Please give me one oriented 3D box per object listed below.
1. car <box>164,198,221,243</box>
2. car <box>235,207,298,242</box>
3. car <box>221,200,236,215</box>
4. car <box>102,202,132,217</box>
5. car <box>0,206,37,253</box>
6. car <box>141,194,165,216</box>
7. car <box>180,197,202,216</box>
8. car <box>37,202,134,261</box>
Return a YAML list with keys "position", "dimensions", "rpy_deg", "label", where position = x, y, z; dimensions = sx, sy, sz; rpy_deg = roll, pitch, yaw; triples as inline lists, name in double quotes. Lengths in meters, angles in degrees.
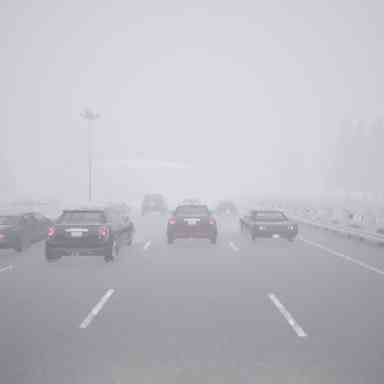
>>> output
- position: [-0.004, 1.296, 15.717]
  dimensions: [2.097, 1.767, 4.553]
  rpy_deg: [0, 0, 0]
  label: "car"
- position: [3.494, 1.545, 16.108]
  dimensions: [1.895, 1.301, 4.718]
  rpy_deg: [0, 0, 0]
  label: "car"
- position: [3.389, 1.556, 33.701]
  dimensions: [1.837, 1.490, 4.892]
  rpy_deg: [0, -1, 0]
  label: "car"
- position: [-7.101, 1.639, 32.045]
  dimensions: [1.895, 1.301, 4.718]
  rpy_deg: [0, -1, 0]
  label: "car"
- position: [-6.991, 1.492, 13.433]
  dimensions: [2.033, 1.411, 5.357]
  rpy_deg: [0, 0, 0]
  label: "car"
- position: [-3.605, 1.261, 32.733]
  dimensions: [2.150, 2.045, 5.566]
  rpy_deg: [0, -1, 0]
  label: "car"
- position: [-0.112, 1.403, 33.354]
  dimensions: [2.097, 1.767, 4.553]
  rpy_deg: [0, 0, 0]
  label: "car"
- position: [-3.482, 1.298, 12.137]
  dimensions: [2.097, 1.767, 4.553]
  rpy_deg: [0, 0, 0]
  label: "car"
